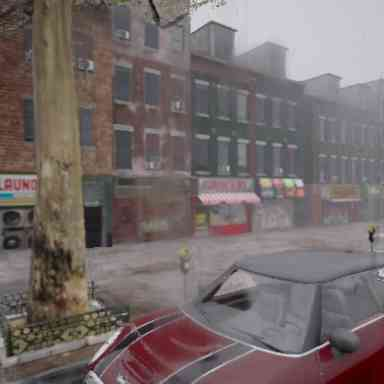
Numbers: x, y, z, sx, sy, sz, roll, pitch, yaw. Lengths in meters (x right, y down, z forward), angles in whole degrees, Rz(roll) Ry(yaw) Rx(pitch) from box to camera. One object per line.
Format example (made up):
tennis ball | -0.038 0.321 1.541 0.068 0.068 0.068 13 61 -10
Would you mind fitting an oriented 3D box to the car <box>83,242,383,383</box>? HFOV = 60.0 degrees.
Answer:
car | 0.967 1.446 3.511 4.097 1.590 1.967 0 -1 -35
